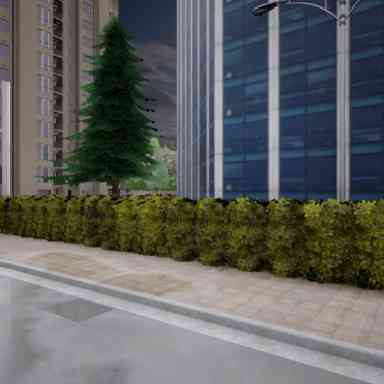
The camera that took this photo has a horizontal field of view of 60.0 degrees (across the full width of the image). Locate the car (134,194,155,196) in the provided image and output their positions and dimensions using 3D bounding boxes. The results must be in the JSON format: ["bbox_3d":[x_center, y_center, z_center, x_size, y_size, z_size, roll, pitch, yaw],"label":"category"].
[{"bbox_3d":[-4.954,1.221,40.407,2.150,2.045,5.566,0,0,36],"label":"car"}]
